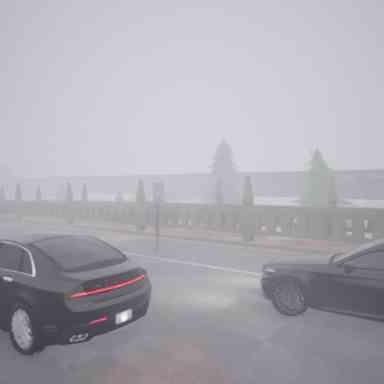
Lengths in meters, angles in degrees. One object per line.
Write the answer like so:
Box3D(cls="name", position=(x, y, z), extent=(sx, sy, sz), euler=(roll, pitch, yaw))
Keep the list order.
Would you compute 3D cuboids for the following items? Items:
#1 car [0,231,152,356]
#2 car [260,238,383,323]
Box3D(cls="car", position=(-2.920, 1.484, 6.067), extent=(4.892, 1.490, 1.837), euler=(0, 0, 36))
Box3D(cls="car", position=(3.510, 1.523, 5.769), extent=(4.674, 1.442, 1.812), euler=(0, 0, 36))
